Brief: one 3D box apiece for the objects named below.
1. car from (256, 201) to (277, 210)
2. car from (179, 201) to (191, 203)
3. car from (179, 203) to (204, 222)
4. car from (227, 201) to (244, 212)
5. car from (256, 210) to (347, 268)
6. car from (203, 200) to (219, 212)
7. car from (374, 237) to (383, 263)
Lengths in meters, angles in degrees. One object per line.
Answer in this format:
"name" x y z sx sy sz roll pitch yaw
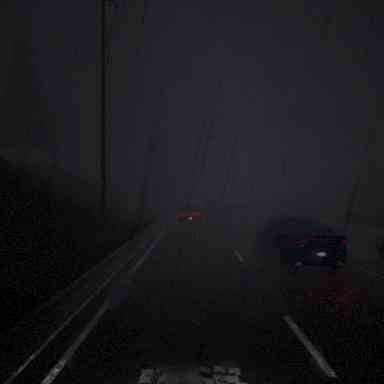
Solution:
"car" 9.788 1.983 43.972 1.837 1.490 4.892 0 0 -2
"car" -1.177 2.179 56.463 1.994 1.385 4.181 0 -1 -2
"car" -0.223 1.928 29.949 1.895 1.301 4.718 0 -1 -2
"car" 6.158 1.994 47.458 1.882 1.535 5.008 0 0 -2
"car" 3.602 1.606 11.777 1.882 1.535 5.008 0 -1 0
"car" 2.632 1.875 48.032 2.097 1.767 4.553 0 -1 -2
"car" 7.077 1.699 9.067 1.895 1.301 4.718 0 -1 0
